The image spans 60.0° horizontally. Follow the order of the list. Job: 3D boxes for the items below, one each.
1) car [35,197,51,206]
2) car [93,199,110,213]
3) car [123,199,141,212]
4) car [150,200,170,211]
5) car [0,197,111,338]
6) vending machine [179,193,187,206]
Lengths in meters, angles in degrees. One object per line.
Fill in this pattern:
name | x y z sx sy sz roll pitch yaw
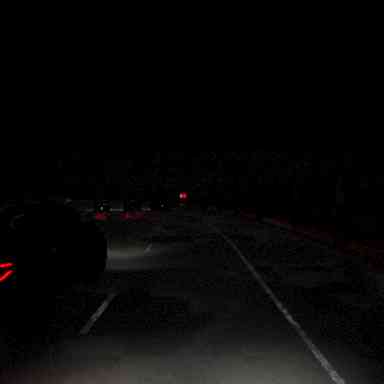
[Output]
car | -27.282 1.661 60.793 2.033 1.411 5.357 0 0 -30
car | -10.811 1.580 39.859 1.837 1.490 4.892 0 0 -15
car | -7.364 1.602 40.514 1.812 1.442 4.674 0 0 -15
car | -4.085 1.642 41.696 1.994 1.385 4.181 0 0 -15
car | -3.401 1.235 6.778 2.150 2.045 5.566 0 0 0
vending machine | -1.541 1.305 58.469 1.100 2.100 0.880 0 0 -23
